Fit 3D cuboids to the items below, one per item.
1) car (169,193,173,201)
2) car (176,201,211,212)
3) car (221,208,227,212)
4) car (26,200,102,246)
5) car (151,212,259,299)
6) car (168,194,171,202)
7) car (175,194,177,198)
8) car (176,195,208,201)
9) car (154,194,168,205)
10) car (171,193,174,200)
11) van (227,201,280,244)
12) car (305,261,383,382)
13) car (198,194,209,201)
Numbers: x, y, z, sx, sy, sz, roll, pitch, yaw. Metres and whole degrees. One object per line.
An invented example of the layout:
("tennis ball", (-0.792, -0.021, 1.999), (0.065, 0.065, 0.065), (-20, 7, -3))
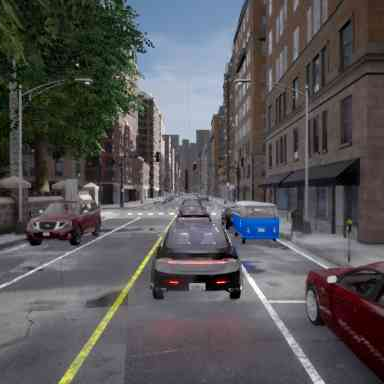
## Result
("car", (-5.702, 1.493, 70.055), (1.887, 1.381, 4.507), (0, 0, 0))
("car", (0.090, 1.485, 18.348), (2.128, 1.511, 4.902), (0, 0, 0))
("car", (2.846, 1.557, 21.169), (1.947, 1.339, 4.313), (0, 0, 0))
("car", (-5.677, 1.310, 15.465), (2.192, 1.841, 5.009), (0, 0, 0))
("car", (0.096, 1.490, 8.409), (2.128, 1.511, 4.902), (0, 0, 0))
("car", (-5.699, 1.502, 64.604), (2.008, 1.369, 4.403), (0, 0, 0))
("car", (-5.709, 1.496, 86.408), (2.008, 1.369, 4.403), (0, 0, 0))
("car", (-0.014, 1.338, 27.526), (2.097, 1.767, 4.553), (0, 0, 0))
("car", (-5.697, 1.480, 58.984), (1.752, 1.417, 4.829), (0, 0, 0))
("car", (-5.704, 1.491, 75.506), (1.887, 1.381, 4.507), (0, 0, 0))
("van", (2.848, 1.336, 15.509), (1.690, 1.788, 3.998), (0, 0, 0))
("car", (2.853, 1.544, 4.188), (1.887, 1.381, 4.507), (0, 0, 0))
("car", (2.820, 1.387, 75.546), (1.967, 1.590, 4.097), (0, 0, 0))
